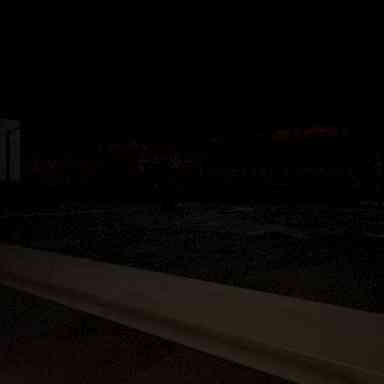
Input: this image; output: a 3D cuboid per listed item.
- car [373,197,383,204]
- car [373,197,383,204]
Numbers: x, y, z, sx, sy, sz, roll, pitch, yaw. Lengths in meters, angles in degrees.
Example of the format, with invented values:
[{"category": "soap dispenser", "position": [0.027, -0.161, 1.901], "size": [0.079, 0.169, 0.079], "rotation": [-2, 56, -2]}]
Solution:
[{"category": "car", "position": [37.527, 1.734, 65.323], "size": [2.038, 1.542, 4.974], "rotation": [1, 1, 6]}, {"category": "car", "position": [37.534, 1.576, 65.374], "size": [1.853, 1.218, 4.536], "rotation": [1, 1, 6]}]
